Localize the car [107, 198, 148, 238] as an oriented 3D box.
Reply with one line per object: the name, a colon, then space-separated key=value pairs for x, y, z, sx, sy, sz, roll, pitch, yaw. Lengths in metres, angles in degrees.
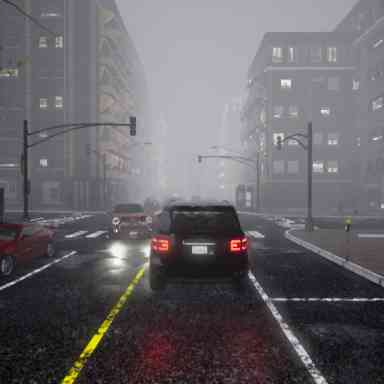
car: x=-3.372 y=1.351 z=17.680 sx=2.097 sy=1.767 sz=4.553 roll=0 pitch=0 yaw=-17

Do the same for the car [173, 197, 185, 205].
car: x=-2.428 y=1.563 z=61.649 sx=1.994 sy=1.385 sz=4.181 roll=0 pitch=0 yaw=1

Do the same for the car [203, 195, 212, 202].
car: x=3.473 y=1.440 z=76.220 sx=1.967 sy=1.590 sz=4.097 roll=0 pitch=0 yaw=1

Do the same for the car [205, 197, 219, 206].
car: x=3.237 y=1.549 z=53.667 sx=2.008 sy=1.369 sz=4.403 roll=0 pitch=0 yaw=1

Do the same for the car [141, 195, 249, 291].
car: x=0.178 y=1.221 z=9.152 sx=2.150 sy=2.045 sz=5.566 roll=0 pitch=0 yaw=1

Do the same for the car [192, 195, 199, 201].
car: x=0.856 y=1.478 z=82.752 sx=1.882 sy=1.535 sz=5.008 roll=0 pitch=0 yaw=1

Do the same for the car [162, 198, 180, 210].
car: x=-2.644 y=1.562 z=43.109 sx=1.994 sy=1.385 sz=4.181 roll=0 pitch=0 yaw=2

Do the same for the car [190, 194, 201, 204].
car: x=0.766 y=1.353 z=64.862 sx=2.097 sy=1.767 sz=4.553 roll=0 pitch=0 yaw=1

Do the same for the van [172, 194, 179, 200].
van: x=-4.730 y=1.340 z=93.229 sx=1.690 sy=1.788 sz=3.998 roll=0 pitch=0 yaw=1

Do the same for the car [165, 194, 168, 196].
car: x=-4.967 y=1.314 z=70.675 sx=2.192 sy=1.841 sz=5.009 roll=0 pitch=0 yaw=1

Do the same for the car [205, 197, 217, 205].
car: x=3.296 y=1.543 z=59.304 sx=1.887 sy=1.381 sz=4.507 roll=0 pitch=0 yaw=1

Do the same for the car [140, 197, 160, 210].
car: x=-5.261 y=1.438 z=42.483 sx=1.967 sy=1.590 sz=4.097 roll=0 pitch=0 yaw=1

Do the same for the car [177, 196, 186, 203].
car: x=-2.259 y=1.522 z=71.954 sx=1.812 sy=1.442 sz=4.674 roll=0 pitch=0 yaw=1

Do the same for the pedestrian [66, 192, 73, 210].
pedestrian: x=-12.374 y=0.902 z=33.550 sx=0.375 sy=1.860 sz=0.375 roll=0 pitch=-1 yaw=0

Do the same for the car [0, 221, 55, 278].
car: x=-5.600 y=1.581 z=10.074 sx=1.802 sy=1.307 sz=4.206 roll=0 pitch=0 yaw=1

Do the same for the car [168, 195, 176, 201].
car: x=-4.849 y=1.525 z=81.782 sx=1.752 sy=1.417 sz=4.829 roll=0 pitch=0 yaw=1
